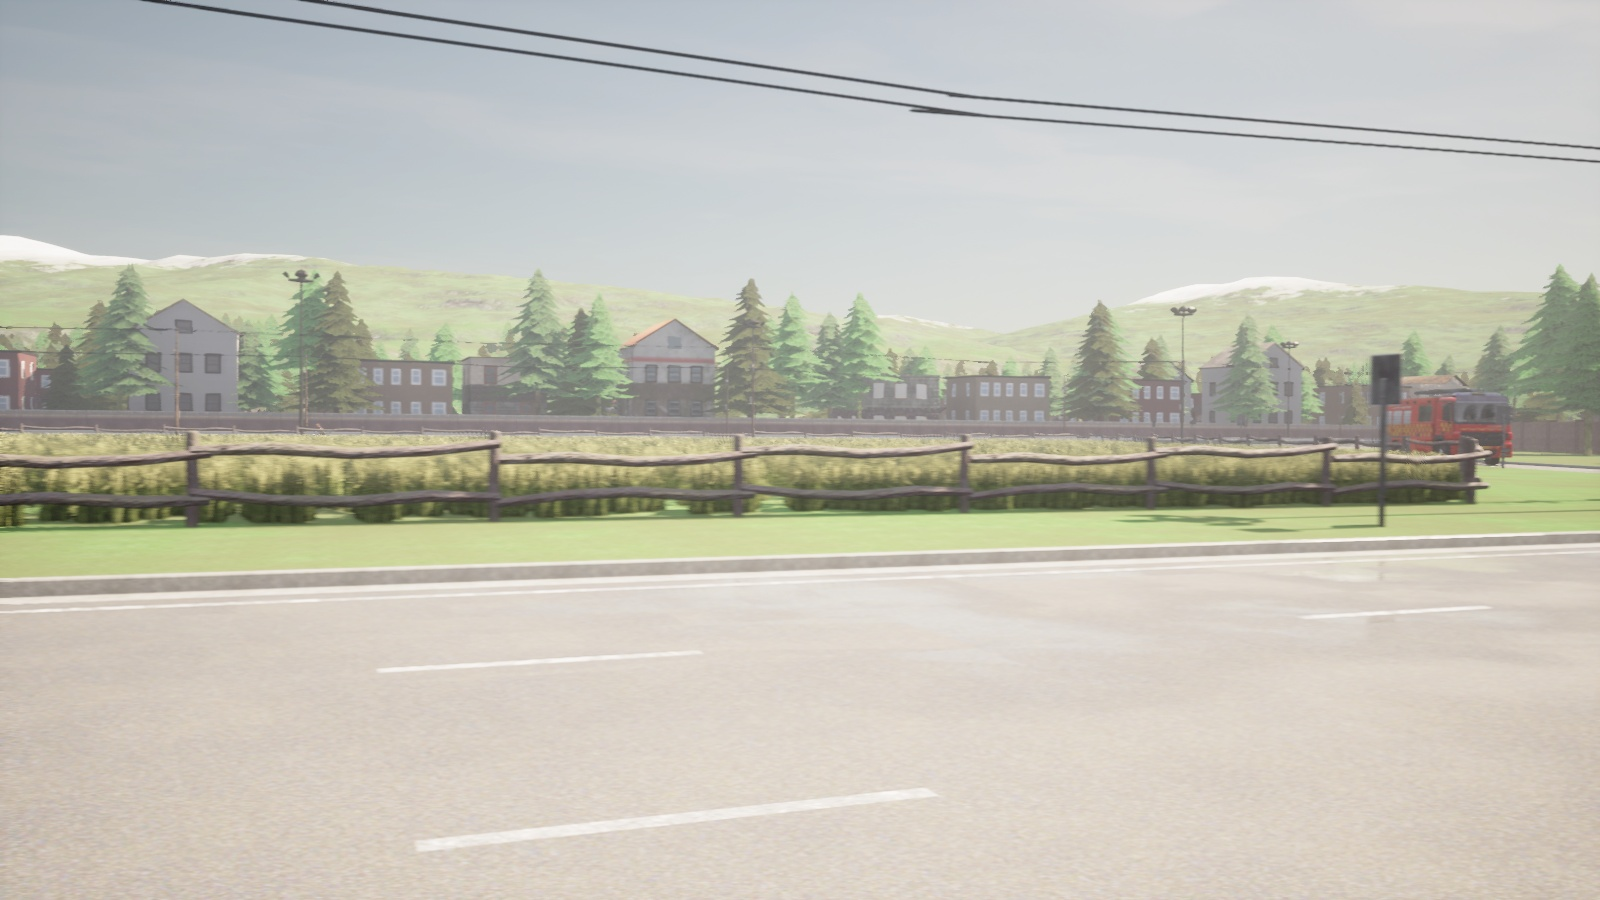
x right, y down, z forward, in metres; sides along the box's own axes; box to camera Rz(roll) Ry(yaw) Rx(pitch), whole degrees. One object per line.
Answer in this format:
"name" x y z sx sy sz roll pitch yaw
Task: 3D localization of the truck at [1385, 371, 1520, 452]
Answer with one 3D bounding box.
"truck" 33.328 -1.924 64.613 2.891 3.827 8.468 -1 1 3
